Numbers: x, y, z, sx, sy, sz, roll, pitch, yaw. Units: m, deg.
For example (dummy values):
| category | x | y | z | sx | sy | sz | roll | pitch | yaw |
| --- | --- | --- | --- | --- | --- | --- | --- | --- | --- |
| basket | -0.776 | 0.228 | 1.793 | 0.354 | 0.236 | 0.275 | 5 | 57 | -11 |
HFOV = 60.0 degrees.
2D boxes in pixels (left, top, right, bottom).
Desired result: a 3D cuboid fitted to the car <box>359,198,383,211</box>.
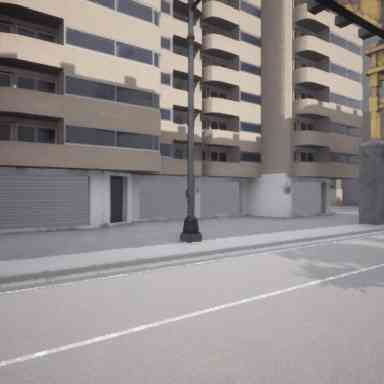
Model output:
| category | x | y | z | sx | sy | sz | roll | pitch | yaw |
| --- | --- | --- | --- | --- | --- | --- | --- | --- | --- |
| car | 19.625 | 1.295 | 34.404 | 1.853 | 1.218 | 4.536 | 0 | 0 | -10 |
